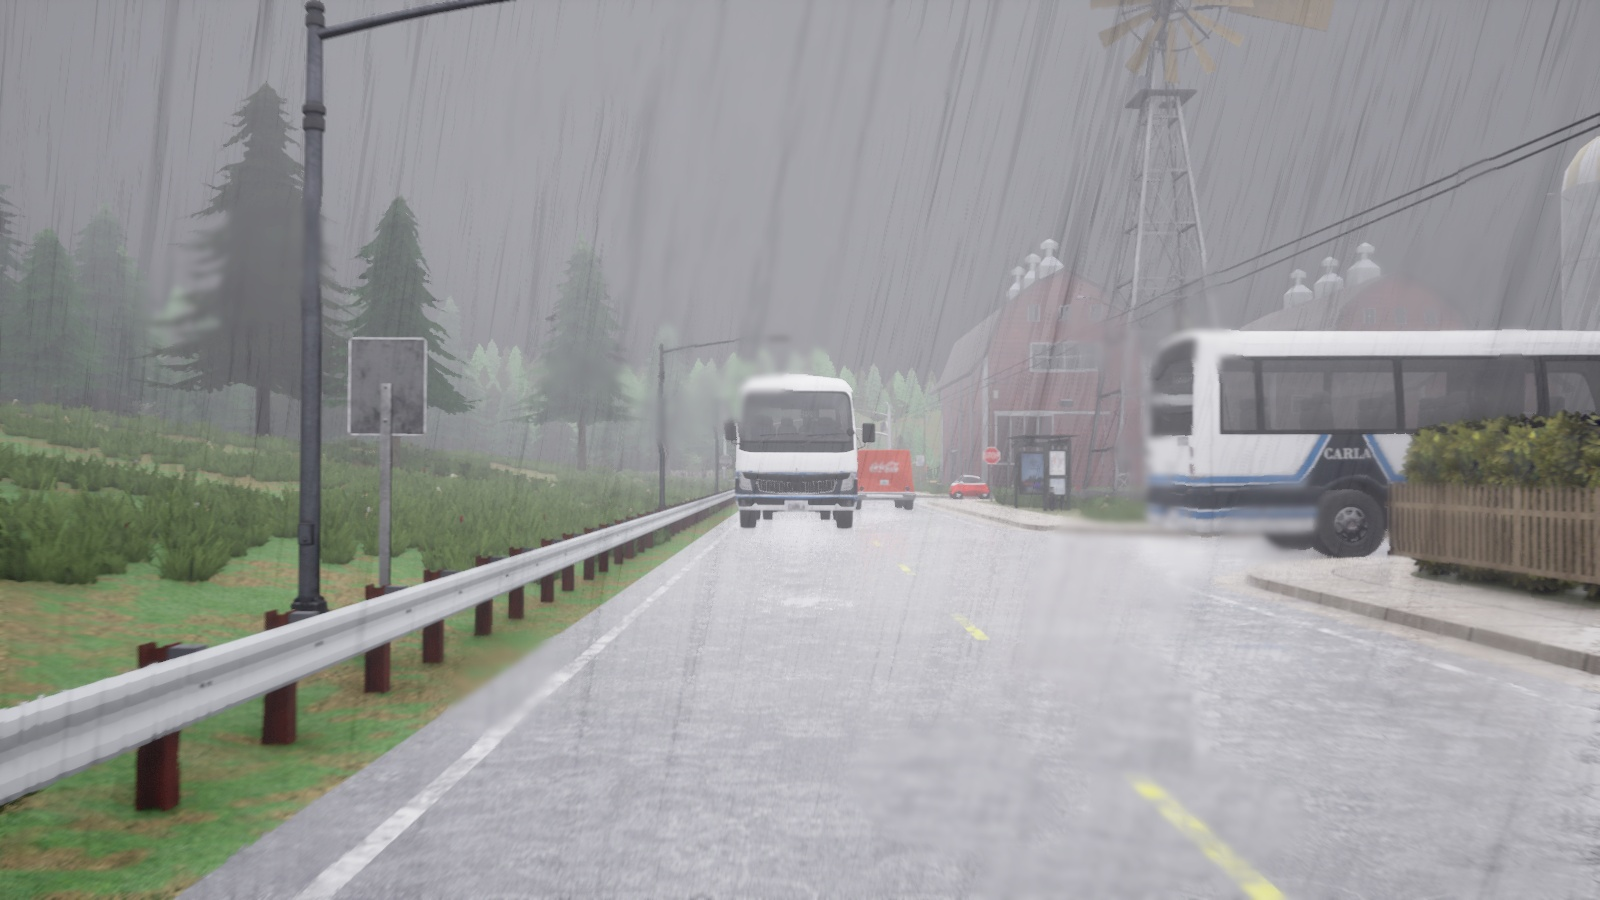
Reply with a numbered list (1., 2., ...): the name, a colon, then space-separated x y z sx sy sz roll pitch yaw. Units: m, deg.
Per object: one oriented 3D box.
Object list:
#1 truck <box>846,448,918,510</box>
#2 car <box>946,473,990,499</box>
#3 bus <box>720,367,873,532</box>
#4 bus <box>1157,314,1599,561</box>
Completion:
1. truck: 3.370 1.197 52.712 2.627 2.467 5.204 0 -1 0
2. car: 9.379 2.007 70.243 2.207 1.376 1.481 1 -1 -2
3. bus: -0.095 0.067 37.520 3.944 4.253 10.273 0 -1 0
4. bus: 12.562 -0.210 24.033 10.273 4.253 3.944 -1 -1 0
